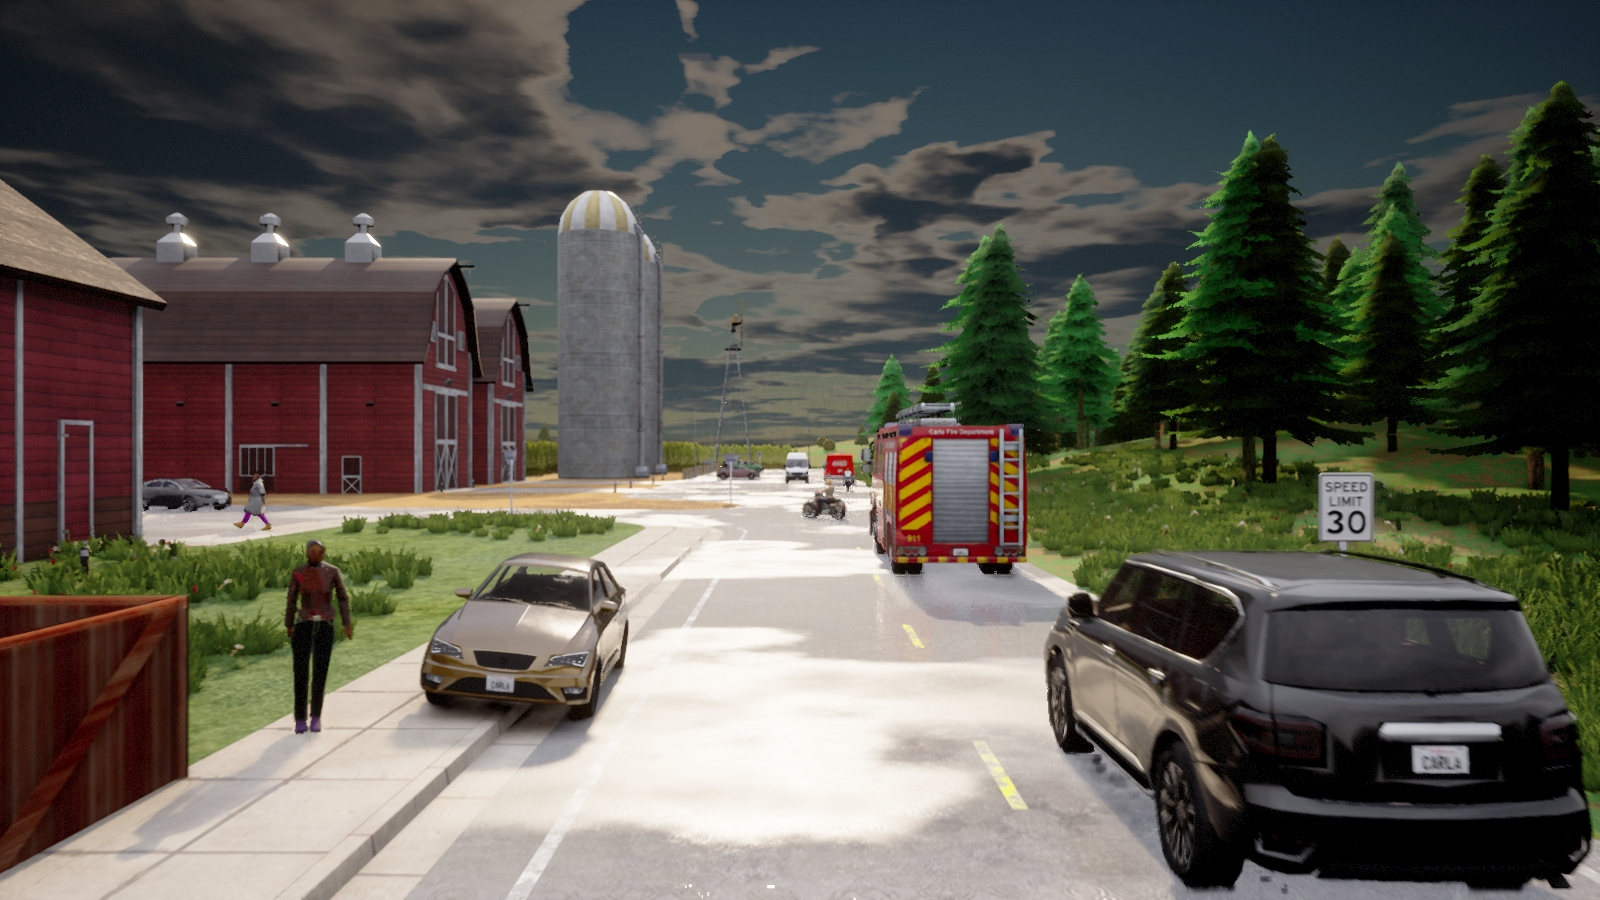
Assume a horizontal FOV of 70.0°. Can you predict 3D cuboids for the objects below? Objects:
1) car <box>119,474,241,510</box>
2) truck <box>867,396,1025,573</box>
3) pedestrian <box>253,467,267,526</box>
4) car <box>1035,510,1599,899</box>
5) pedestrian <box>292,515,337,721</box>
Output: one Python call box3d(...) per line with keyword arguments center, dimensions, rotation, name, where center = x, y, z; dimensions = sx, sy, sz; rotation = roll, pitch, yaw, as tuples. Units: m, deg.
box3d(center=(-28.097, 1.894, 51.821), dimensions=(4.902, 1.511, 2.128), rotation=(0, 0, 20), name="car")
box3d(center=(3.417, 0.754, 29.027), dimensions=(2.891, 3.827, 8.468), rotation=(0, 0, 0), name="truck")
box3d(center=(-17.150, 1.472, 36.284), dimensions=(0.375, 1.860, 0.375), rotation=(0, 0, -23), name="pedestrian")
box3d(center=(3.480, 1.641, 8.859), dimensions=(2.150, 2.045, 5.566), rotation=(0, 0, 0), name="car")
box3d(center=(-4.547, 1.556, 10.713), dimensions=(0.375, 1.860, 0.375), rotation=(0, 0, -22), name="pedestrian")
